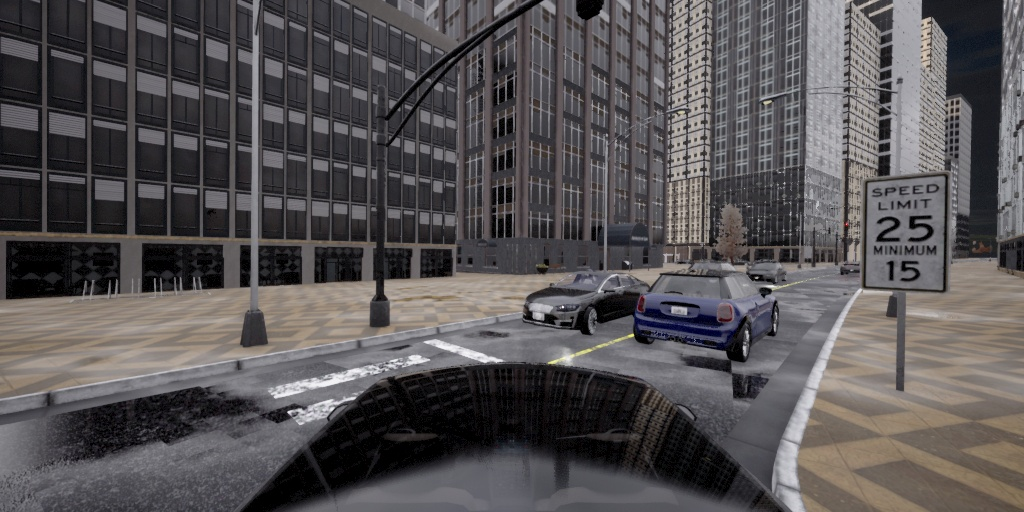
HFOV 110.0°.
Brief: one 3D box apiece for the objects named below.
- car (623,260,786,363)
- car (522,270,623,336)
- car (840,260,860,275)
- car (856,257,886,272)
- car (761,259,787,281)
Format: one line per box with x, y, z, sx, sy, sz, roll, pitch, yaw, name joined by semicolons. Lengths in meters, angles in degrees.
4.773;1.089;8.537;2.097;1.767;4.553;1;1;45;car
2.353;1.189;10.431;2.128;1.511;4.902;1;1;44;car
34.486;1.172;36.012;4.902;1.511;2.128;0;1;-41;car
44.277;1.010;44.183;4.553;1.767;2.097;0;1;-39;car
18.365;1.166;25.914;4.892;1.490;1.837;-2;2;-42;car
